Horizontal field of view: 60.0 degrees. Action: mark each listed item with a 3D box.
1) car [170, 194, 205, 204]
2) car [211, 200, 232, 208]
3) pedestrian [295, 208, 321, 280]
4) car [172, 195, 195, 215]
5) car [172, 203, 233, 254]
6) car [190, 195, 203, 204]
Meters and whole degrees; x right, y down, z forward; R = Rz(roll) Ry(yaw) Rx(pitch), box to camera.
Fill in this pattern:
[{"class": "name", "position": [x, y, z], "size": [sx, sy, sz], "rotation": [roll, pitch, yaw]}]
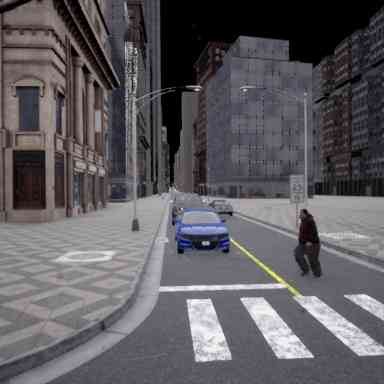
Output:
[{"class": "car", "position": [-0.338, 1.145, 23.527], "size": [2.150, 2.045, 5.566], "rotation": [0, 0, -3]}, {"class": "car", "position": [2.475, 1.423, 30.072], "size": [2.033, 1.411, 5.357], "rotation": [0, 0, -3]}, {"class": "pedestrian", "position": [2.905, 1.254, 8.357], "size": [0.375, 1.860, 0.375], "rotation": [0, 0, -4]}, {"class": "car", "position": [-0.934, 1.240, 33.476], "size": [2.097, 1.767, 4.553], "rotation": [0, 0, -3]}, {"class": "car", "position": [0.271, 1.437, 13.602], "size": [1.882, 1.535, 5.008], "rotation": [0, 0, -4]}, {"class": "car", "position": [0.772, 1.324, 57.551], "size": [1.994, 1.385, 4.181], "rotation": [0, 0, -4]}]
